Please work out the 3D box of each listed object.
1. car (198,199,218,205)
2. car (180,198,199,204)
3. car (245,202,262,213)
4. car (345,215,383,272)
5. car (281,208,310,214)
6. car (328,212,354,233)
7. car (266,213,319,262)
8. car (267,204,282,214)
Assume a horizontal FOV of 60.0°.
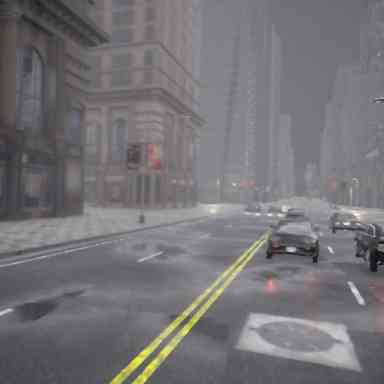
[{"bbox_3d":[4.568,2.674,88.392,4.507,1.381,1.887,2,0,18],"label":"car"},{"bbox_3d":[-0.624,2.484,90.058,4.829,1.417,1.752,2,0,18],"label":"car"},{"bbox_3d":[9.515,2.287,51.371,2.097,1.767,4.553,1,-1,18],"label":"car"},{"bbox_3d":[6.939,1.841,11.695,2.128,1.511,4.902,1,-1,19],"label":"car"},{"bbox_3d":[8.551,2.101,27.100,1.837,1.490,4.892,1,0,19],"label":"car"},{"bbox_3d":[10.937,2.171,24.006,2.033,1.411,5.357,1,-1,19],"label":"car"},{"bbox_3d":[4.105,1.818,13.466,1.812,1.442,4.674,1,-1,19],"label":"car"},{"bbox_3d":[12.738,2.544,50.783,1.812,1.442,4.674,1,-1,18],"label":"car"}]
